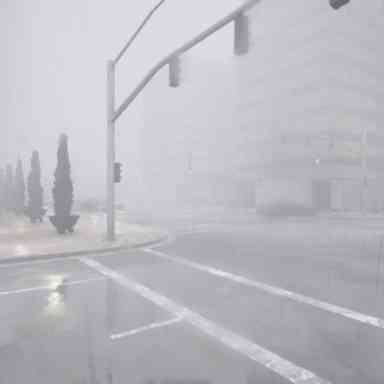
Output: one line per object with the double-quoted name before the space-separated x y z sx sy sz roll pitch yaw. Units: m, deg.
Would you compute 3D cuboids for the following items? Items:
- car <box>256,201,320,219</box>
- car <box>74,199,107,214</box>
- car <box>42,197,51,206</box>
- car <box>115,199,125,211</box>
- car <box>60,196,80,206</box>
"car" 8.319 1.530 28.853 5.357 1.411 2.033 0 2 -15
"car" -10.501 1.483 35.425 2.128 1.511 4.902 0 0 -35
"car" -23.033 1.517 53.456 1.812 1.442 4.674 0 0 -35
"car" -10.134 1.536 40.998 2.033 1.411 5.357 0 0 -35
"car" -20.602 1.502 56.096 1.882 1.535 5.008 0 0 -35
